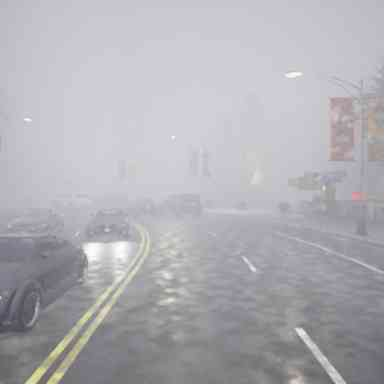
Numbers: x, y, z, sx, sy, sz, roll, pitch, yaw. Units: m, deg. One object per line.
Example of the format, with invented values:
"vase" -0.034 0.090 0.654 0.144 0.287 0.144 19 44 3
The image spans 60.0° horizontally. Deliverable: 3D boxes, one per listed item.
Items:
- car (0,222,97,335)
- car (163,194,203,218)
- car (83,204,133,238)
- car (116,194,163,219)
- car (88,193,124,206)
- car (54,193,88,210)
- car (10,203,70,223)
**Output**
"car" -3.567 1.548 6.622 1.994 1.385 4.181 0 0 0
"car" -1.139 1.148 29.673 2.150 2.045 5.566 0 0 -28
"car" -4.171 1.522 17.013 1.994 1.385 4.181 0 0 -10
"car" -4.625 1.282 28.749 2.097 1.767 4.553 0 0 -29
"car" -10.388 1.121 42.030 5.566 2.045 2.150 1 0 44
"car" -14.992 1.124 41.493 5.566 2.045 2.150 0 0 41
"car" -7.686 1.486 16.718 1.812 1.442 4.674 0 0 -10
